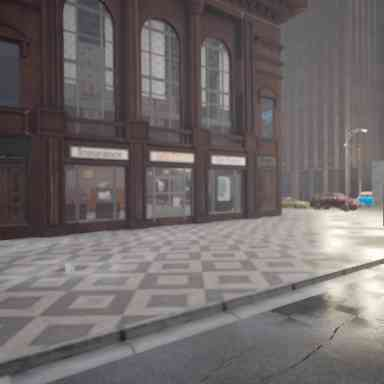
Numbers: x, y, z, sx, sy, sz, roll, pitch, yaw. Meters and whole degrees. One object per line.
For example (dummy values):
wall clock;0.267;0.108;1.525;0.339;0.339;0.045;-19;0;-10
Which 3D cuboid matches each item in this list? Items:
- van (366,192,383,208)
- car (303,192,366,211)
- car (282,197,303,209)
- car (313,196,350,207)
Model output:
van;21.467;0.915;39.007;1.690;1.788;3.998;-2;0;-35
car;14.517;0.992;34.069;2.192;1.841;5.009;-2;0;-35
car;11.369;1.268;38.520;1.752;1.417;4.829;-2;0;-35
car;18.221;1.224;43.597;1.802;1.307;4.206;-2;0;-35
